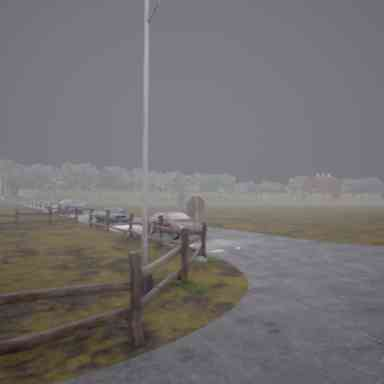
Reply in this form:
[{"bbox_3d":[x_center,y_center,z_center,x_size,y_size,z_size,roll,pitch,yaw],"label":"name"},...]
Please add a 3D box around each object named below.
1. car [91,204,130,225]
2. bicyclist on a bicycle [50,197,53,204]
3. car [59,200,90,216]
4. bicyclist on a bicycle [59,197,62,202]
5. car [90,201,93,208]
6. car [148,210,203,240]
[{"bbox_3d":[-6.550,1.925,27.646,1.994,1.385,4.181,-1,0,-33],"label":"car"},{"bbox_3d":[-29.257,1.917,69.129,0.866,1.612,1.509,-1,0,-33],"label":"bicyclist on a bicycle"},{"bbox_3d":[-14.151,1.991,39.352,2.033,1.411,5.357,-1,0,-33],"label":"car"},{"bbox_3d":[-24.343,1.834,61.586,0.659,1.776,1.843,-1,0,-33],"label":"bicyclist on a bicycle"},{"bbox_3d":[-14.674,1.929,45.431,2.128,1.511,4.902,-1,0,-33],"label":"car"},{"bbox_3d":[-1.059,1.821,19.296,1.812,1.442,4.674,-1,0,-34],"label":"car"}]
